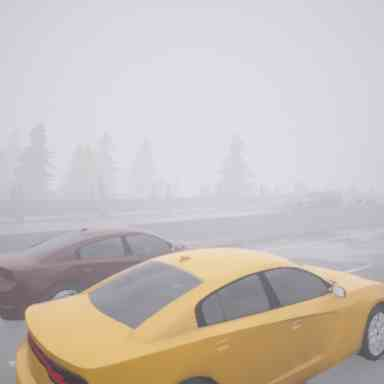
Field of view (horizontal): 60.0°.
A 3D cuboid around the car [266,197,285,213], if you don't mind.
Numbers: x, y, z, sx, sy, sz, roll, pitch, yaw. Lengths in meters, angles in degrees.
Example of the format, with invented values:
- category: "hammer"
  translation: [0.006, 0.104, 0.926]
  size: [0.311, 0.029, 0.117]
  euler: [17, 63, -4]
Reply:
- category: "car"
  translation: [9.177, 1.204, 32.040]
  size: [4.902, 1.511, 2.128]
  euler: [-1, 1, -35]

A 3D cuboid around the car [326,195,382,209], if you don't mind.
- category: "car"
  translation: [13.215, 1.206, 26.323]
  size: [4.902, 1.511, 2.128]
  euler: [-1, 1, -35]

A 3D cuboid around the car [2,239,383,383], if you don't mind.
- category: "car"
  translation: [0.609, 1.466, 4.206]
  size: [5.008, 1.535, 1.882]
  euler: [-1, 1, -35]

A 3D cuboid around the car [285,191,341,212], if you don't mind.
- category: "car"
  translation: [11.029, 0.936, 29.062]
  size: [5.566, 2.045, 2.150]
  euler: [-1, 1, -35]

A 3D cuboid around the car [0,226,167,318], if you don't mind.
- category: "car"
  translation: [-1.430, 1.465, 7.052]
  size: [5.008, 1.535, 1.882]
  euler: [-1, 1, -35]
